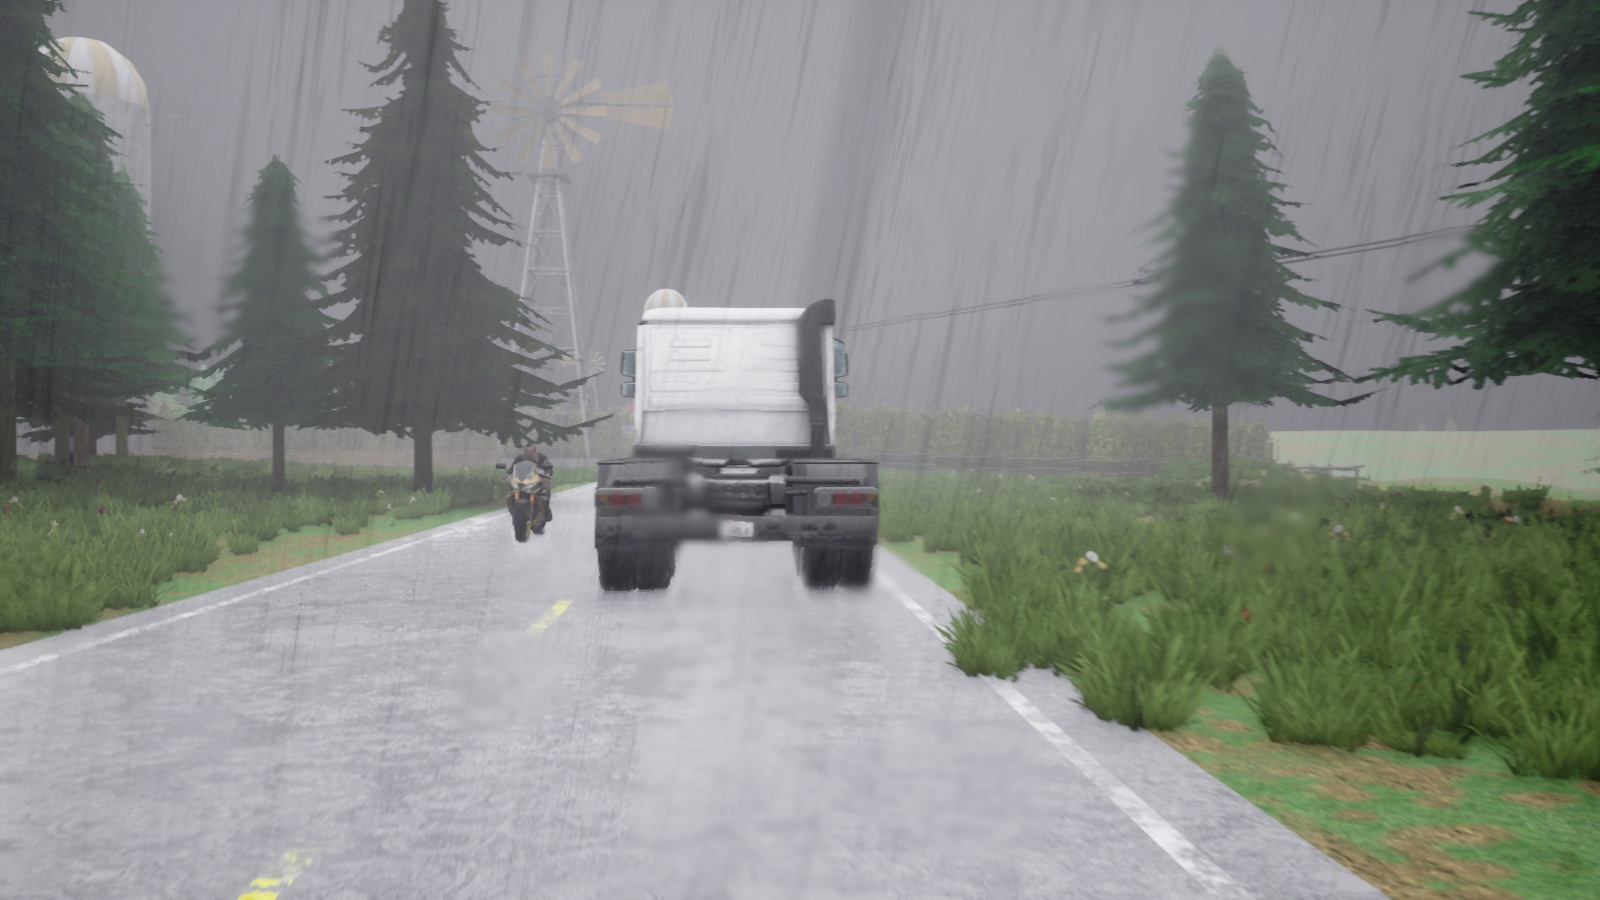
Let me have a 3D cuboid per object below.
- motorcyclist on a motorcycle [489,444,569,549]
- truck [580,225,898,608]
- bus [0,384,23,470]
[{"bbox_3d":[-4.168,0.671,19.483,0.866,1.530,2.191,0,0,-3],"label":"motorcyclist on a motorcycle"},{"bbox_3d":[-0.754,-0.322,15.381,2.891,3.462,7.936,0,0,-3],"label":"truck"},{"bbox_3d":[-44.556,-1.121,61.688,10.273,4.253,3.944,0,0,-2],"label":"bus"}]
